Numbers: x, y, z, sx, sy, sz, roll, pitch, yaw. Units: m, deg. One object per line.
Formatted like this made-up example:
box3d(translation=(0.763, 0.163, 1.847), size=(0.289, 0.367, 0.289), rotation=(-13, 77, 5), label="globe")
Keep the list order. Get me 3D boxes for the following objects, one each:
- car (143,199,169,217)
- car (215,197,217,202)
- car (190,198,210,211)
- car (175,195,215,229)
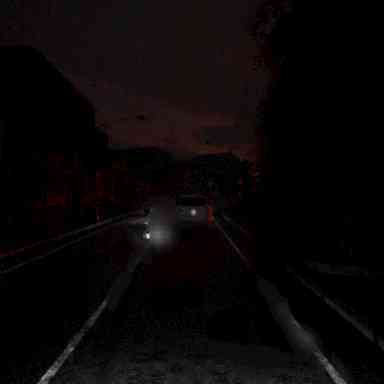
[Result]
box3d(translation=(-3.348, 1.469, 31.504), size=(2.128, 1.511, 4.902), rotation=(0, 0, 3), label="car")
box3d(translation=(3.944, 1.481, 71.663), size=(1.895, 1.301, 4.718), rotation=(-2, 0, 18), label="car")
box3d(translation=(1.025, 1.487, 40.966), size=(2.033, 1.411, 5.357), rotation=(-1, 0, 6), label="car")
box3d(translation=(0.106, 1.203, 21.480), size=(2.150, 2.045, 5.566), rotation=(0, 0, 0), label="car")
